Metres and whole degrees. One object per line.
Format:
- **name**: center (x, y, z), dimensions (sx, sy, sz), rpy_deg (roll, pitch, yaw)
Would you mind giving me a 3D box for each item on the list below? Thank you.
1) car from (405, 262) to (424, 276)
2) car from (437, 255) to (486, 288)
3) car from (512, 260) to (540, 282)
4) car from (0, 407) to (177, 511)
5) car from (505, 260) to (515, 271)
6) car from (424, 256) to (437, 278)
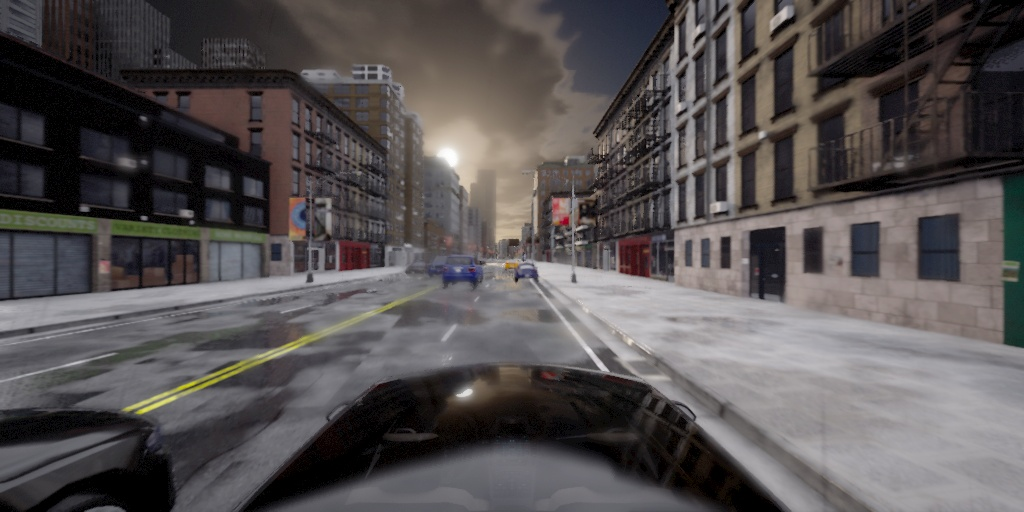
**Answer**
- **car**: center (-9.851, 1.299, 38.376), dimensions (2.033, 1.411, 5.357), rpy_deg (0, 0, 0)
- **car**: center (-3.158, 0.975, 23.743), dimensions (2.150, 2.045, 5.566), rpy_deg (0, 0, 0)
- **car**: center (1.129, 1.279, 28.439), dimensions (1.812, 1.442, 4.674), rpy_deg (0, 0, 0)
- **car**: center (-3.150, 1.241, 0.355), dimensions (2.128, 1.511, 4.902), rpy_deg (0, 0, 0)
- **car**: center (0.006, 1.226, 50.017), dimensions (1.882, 1.535, 5.008), rpy_deg (0, 0, 0)
- **car**: center (-6.600, 0.973, 34.972), dimensions (2.150, 2.045, 5.566), rpy_deg (0, 0, 0)
